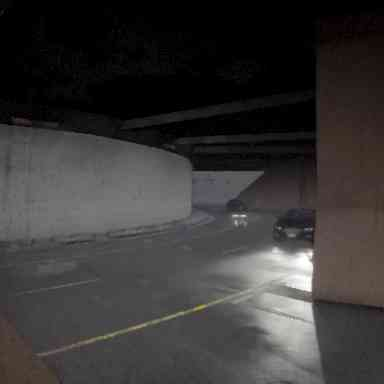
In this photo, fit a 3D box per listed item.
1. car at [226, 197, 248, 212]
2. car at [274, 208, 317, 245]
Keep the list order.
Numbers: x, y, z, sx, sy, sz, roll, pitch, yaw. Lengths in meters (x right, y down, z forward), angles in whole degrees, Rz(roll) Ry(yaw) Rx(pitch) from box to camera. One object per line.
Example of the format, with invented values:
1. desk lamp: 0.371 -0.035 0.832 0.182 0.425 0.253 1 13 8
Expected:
1. car: 5.547 1.700 41.615 2.128 1.511 4.902 0 0 -6
2. car: 5.346 1.560 16.133 2.128 1.511 4.902 0 0 28
